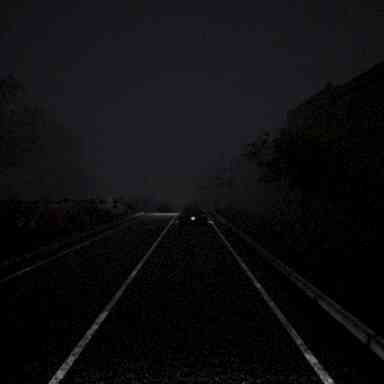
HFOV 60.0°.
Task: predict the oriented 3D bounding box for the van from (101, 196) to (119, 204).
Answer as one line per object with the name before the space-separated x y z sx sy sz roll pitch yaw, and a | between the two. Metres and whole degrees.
van | -22.247 2.177 89.994 4.442 1.987 1.878 0 -1 0

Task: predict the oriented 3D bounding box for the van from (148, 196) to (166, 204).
van | -9.162 2.149 87.789 4.442 1.987 1.878 0 -1 0

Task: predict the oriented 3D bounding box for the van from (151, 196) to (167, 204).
van | -9.176 2.218 93.393 4.442 1.987 1.878 0 -1 0

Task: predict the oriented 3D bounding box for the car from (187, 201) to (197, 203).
car | 0.049 1.897 42.105 2.033 1.411 5.357 0 -1 0

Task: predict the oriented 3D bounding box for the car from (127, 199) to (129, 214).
car | -8.897 1.710 31.732 4.892 1.521 2.231 0 -1 0

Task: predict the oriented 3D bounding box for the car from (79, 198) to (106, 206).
car | -21.903 2.196 73.340 5.366 1.575 1.946 0 -1 0

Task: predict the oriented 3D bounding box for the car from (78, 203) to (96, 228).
car | -8.868 1.609 20.515 4.892 1.521 2.231 0 -1 0

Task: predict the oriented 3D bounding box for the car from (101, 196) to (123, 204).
car | -22.166 2.185 92.771 5.566 2.045 2.435 0 -1 0

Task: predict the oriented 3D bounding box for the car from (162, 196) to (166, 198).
car | -8.974 1.919 70.971 5.566 2.045 2.435 0 -1 0

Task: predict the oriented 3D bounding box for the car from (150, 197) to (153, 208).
car | -8.923 1.960 51.346 4.792 1.488 2.163 0 -1 0

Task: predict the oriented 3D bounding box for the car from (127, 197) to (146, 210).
car | -9.116 1.825 42.937 5.366 1.575 1.946 0 -1 0

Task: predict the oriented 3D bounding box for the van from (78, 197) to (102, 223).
van | -8.997 1.407 23.320 4.442 1.987 1.878 0 -1 0

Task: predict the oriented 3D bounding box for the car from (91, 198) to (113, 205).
car | -22.080 2.331 81.666 4.792 1.488 2.163 0 -1 0

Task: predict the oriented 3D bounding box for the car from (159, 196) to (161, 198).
car | -8.956 1.976 65.363 4.553 1.767 2.185 0 -1 0

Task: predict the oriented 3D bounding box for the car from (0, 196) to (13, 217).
car | -21.960 1.483 34.328 5.566 2.045 2.435 0 -1 0

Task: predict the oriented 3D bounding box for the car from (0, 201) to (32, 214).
car | -21.999 1.832 39.772 4.674 1.452 2.002 0 -1 0

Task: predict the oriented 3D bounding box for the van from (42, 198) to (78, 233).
van | -8.752 1.357 17.714 4.442 1.987 1.878 0 -1 0

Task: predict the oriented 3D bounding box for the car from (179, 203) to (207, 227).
car | 0.070 1.738 24.048 1.994 1.385 4.181 0 0 0

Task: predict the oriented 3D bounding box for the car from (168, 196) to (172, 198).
car | -9.024 2.158 90.593 5.566 2.045 2.435 0 -1 0

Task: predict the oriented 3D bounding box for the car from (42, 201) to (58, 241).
car | -8.832 1.432 14.909 4.553 1.767 2.185 0 -1 0

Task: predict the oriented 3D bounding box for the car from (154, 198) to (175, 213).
car | -3.388 1.833 42.624 1.882 1.535 5.008 0 -1 0

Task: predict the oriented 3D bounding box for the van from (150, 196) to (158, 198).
van | -8.857 1.807 59.759 4.442 1.987 1.878 0 -1 0

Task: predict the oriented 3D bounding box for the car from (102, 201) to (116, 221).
car | -8.882 1.658 26.121 5.008 1.535 2.097 0 -1 0

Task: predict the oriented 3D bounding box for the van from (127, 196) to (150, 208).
van | -8.828 1.671 48.546 4.442 1.987 1.878 0 -1 0

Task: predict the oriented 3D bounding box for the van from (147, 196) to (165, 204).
van | -9.155 2.115 84.986 4.442 1.987 1.878 0 -1 0

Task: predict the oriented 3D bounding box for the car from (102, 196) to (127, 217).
car | -8.923 1.432 28.927 5.566 2.045 2.435 0 -1 0

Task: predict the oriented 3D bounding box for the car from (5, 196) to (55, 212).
car | -21.988 1.607 45.344 5.566 2.045 2.435 0 -1 0

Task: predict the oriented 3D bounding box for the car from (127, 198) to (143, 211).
car | -8.918 1.795 40.137 5.008 1.535 2.097 0 -1 0

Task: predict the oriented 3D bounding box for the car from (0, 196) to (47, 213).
car | -21.980 1.574 42.683 5.566 2.045 2.435 0 -1 0

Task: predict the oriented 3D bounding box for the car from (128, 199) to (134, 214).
car | -8.880 1.765 34.530 4.792 1.488 2.163 0 -1 0

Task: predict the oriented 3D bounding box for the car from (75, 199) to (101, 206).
car | -22.086 2.167 70.563 4.892 1.521 2.231 0 -1 0

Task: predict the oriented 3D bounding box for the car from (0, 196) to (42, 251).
car | -8.887 1.285 12.109 5.566 2.045 2.435 0 0 0

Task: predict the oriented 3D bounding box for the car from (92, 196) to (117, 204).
car | -22.145 2.084 84.444 5.566 2.045 2.435 0 -1 0

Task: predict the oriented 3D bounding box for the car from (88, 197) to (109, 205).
car | -22.133 2.141 78.891 4.553 1.767 2.185 0 -1 0

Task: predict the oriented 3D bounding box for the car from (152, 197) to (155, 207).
car | -8.930 1.994 54.149 4.792 1.488 2.163 0 -1 0

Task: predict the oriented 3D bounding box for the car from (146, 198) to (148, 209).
car | -8.967 1.892 45.740 4.792 1.488 2.163 0 -1 0
